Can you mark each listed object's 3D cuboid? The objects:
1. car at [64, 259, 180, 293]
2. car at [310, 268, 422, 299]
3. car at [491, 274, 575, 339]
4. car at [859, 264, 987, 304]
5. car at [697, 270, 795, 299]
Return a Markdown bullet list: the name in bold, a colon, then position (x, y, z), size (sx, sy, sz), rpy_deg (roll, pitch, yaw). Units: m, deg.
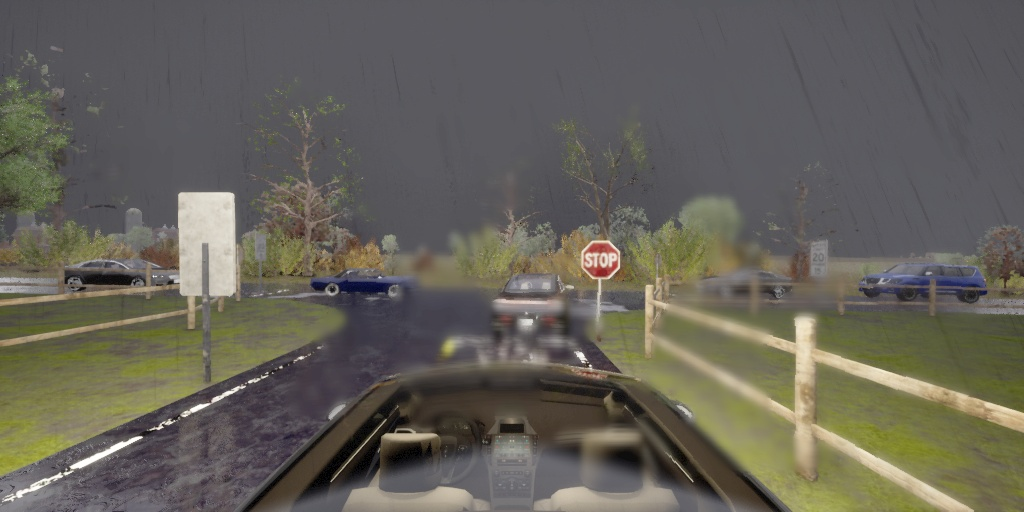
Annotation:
- **car**: position (-18.486, 0.885, 17.194), size (4.902, 1.511, 2.128), rpy_deg (1, 1, 0)
- **car**: position (-6.818, 1.248, 17.174), size (4.718, 1.301, 1.895), rpy_deg (1, 1, 0)
- **car**: position (0.708, 1.240, 10.141), size (2.128, 1.511, 4.902), rpy_deg (0, 0, 9)
- **car**: position (22.904, 1.466, 20.082), size (5.566, 2.045, 2.150), rpy_deg (1, 1, 0)
- **car**: position (13.008, 1.525, 20.096), size (4.902, 1.511, 2.128), rpy_deg (1, 1, 0)
